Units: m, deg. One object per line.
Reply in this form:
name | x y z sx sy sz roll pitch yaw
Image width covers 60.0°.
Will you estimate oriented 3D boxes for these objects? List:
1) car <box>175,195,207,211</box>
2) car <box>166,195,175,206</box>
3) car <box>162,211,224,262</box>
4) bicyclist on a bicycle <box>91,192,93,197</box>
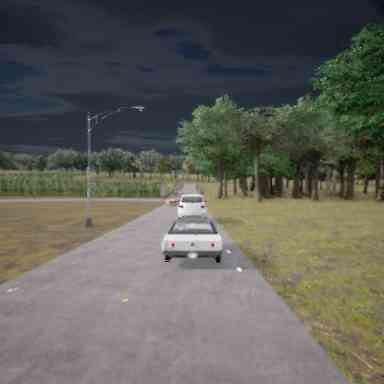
car | 0.032 1.217 26.659 2.150 2.045 5.566 0 0 0
car | -2.839 1.225 51.026 2.097 1.767 4.553 0 1 0
car | 0.038 1.605 12.115 1.895 1.301 4.718 0 0 0
bicyclist on a bicycle | -23.465 0.752 78.080 0.582 1.620 1.656 0 1 -11
